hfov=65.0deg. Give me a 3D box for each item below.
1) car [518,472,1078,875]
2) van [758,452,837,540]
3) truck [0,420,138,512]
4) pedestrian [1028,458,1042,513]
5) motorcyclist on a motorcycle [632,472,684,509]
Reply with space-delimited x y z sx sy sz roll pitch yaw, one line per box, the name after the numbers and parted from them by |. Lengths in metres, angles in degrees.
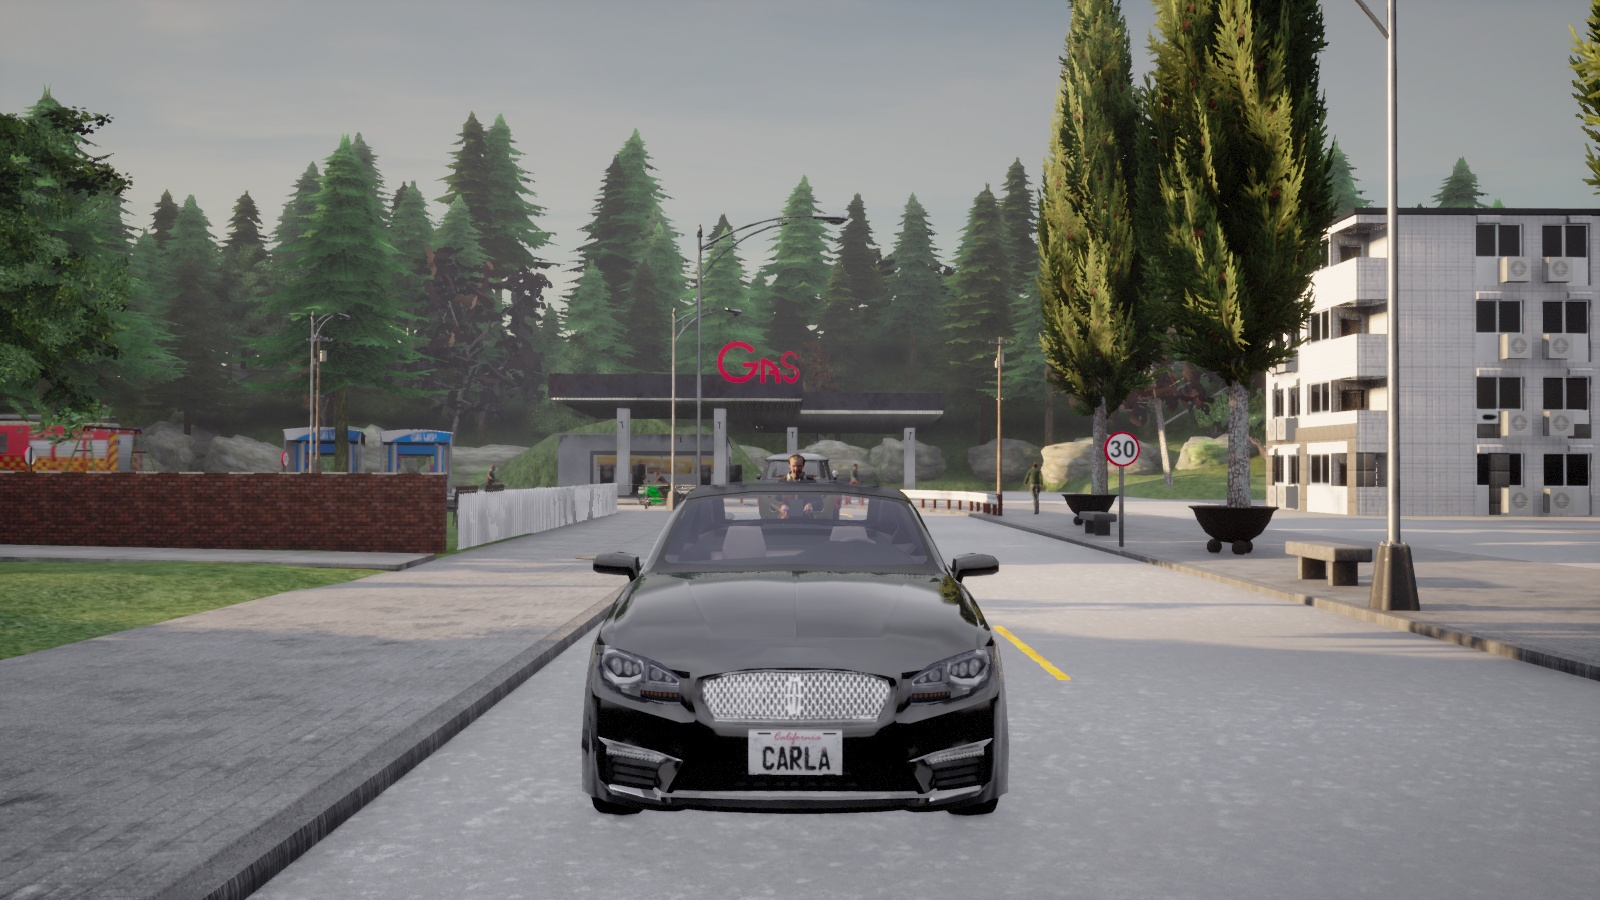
-0.017 0.892 7.230 2.128 1.511 4.902 0 -1 0 | car
-0.066 1.082 30.718 1.775 1.987 4.442 0 -1 0 | van
-33.555 0.691 54.116 8.468 3.827 2.891 0 -1 0 | truck
8.084 1.215 43.157 0.353 1.847 0.614 0 -1 1 | pedestrian
-6.082 1.725 53.891 2.044 1.523 0.797 0 0 13 | motorcyclist on a motorcycle
